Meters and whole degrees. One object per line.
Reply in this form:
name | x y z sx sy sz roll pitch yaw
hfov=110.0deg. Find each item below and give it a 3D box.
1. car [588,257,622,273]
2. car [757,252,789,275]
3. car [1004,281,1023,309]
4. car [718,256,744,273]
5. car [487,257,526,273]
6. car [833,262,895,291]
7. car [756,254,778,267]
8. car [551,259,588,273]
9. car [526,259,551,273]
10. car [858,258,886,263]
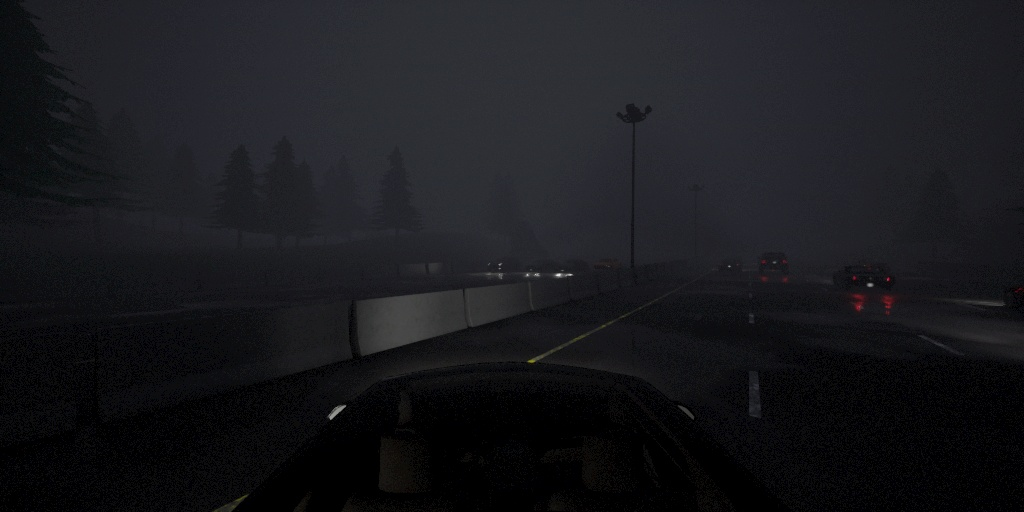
car | 9.941 0.892 37.161 1.882 1.535 5.008 0 1 33
car | 24.970 0.628 34.330 2.150 2.045 5.566 0 1 33
car | 18.234 1.224 11.427 1.812 1.442 4.674 0 0 33
car | 22.423 0.956 36.827 1.994 1.385 4.181 0 1 34
car | -0.791 0.889 40.028 2.097 1.767 4.553 0 1 34
car | 20.334 1.210 20.960 1.895 1.301 4.718 0 1 33
car | 33.190 0.584 46.767 2.128 1.511 4.902 0 1 33
car | 6.549 1.052 38.387 2.033 1.411 5.357 0 1 34
car | 3.495 1.053 40.113 2.033 1.411 5.357 0 1 34
car | 31.461 0.916 31.459 1.812 1.442 4.674 0 1 33
